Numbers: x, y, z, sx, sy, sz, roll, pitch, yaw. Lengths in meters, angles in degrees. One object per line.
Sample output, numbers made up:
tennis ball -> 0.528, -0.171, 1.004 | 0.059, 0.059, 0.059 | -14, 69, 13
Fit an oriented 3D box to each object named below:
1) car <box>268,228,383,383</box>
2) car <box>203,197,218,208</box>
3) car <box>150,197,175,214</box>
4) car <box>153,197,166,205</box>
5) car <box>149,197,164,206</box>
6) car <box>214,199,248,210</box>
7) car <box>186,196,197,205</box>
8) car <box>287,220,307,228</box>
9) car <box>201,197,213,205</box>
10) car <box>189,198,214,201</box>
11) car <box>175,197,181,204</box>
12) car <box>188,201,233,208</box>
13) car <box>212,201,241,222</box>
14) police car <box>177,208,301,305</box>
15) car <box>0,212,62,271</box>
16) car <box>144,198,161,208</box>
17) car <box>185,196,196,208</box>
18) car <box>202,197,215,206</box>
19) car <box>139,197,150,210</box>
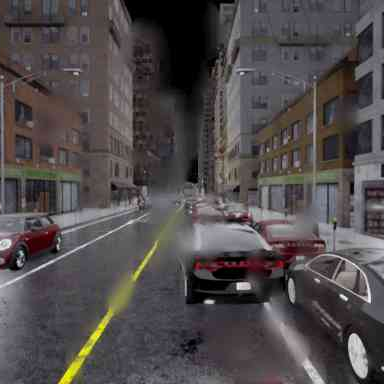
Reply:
car -> 2.749, 1.549, 5.161 | 2.008, 1.369, 4.403 | -1, 0, 0
car -> 2.719, 1.552, 49.202 | 1.887, 1.381, 4.507 | -1, 0, 0
car -> -3.123, 1.527, 36.181 | 1.812, 1.442, 4.674 | 0, 0, 0
car -> -5.814, 1.558, 60.207 | 1.887, 1.381, 4.507 | -1, 0, 0
car -> -5.810, 1.561, 54.702 | 2.008, 1.369, 4.403 | -1, 0, 0
car -> 2.736, 1.438, 21.677 | 1.967, 1.590, 4.097 | -1, 0, 0
car -> -0.040, 1.517, 58.834 | 1.837, 1.490, 4.892 | 0, 0, 0
car -> 2.745, 1.543, 10.666 | 1.887, 1.381, 4.507 | -1, 0, 0
car -> 2.711, 1.558, 60.213 | 1.887, 1.381, 4.507 | -1, 0, 0
car -> 0.884, 1.476, 24.262 | 1.882, 1.535, 5.008 | 0, 0, 0
car -> -3.044, 1.578, 61.158 | 1.994, 1.385, 4.181 | 0, 0, 0
car -> 0.887, 1.476, 18.263 | 1.882, 1.535, 5.008 | 0, 0, 0
car -> 2.734, 1.544, 27.182 | 1.887, 1.381, 4.507 | -1, 0, 0
police car -> 0.679, 1.422, 8.311 | 1.930, 1.638, 5.238 | 0, 0, -5
car -> -5.781, 1.438, 10.661 | 1.967, 1.590, 4.097 | -1, 0, 0
car -> -5.806, 1.573, 49.197 | 1.947, 1.339, 4.313 | -1, 0, 0
car -> -0.005, 1.497, 47.031 | 2.128, 1.511, 4.902 | 0, 0, 0
car -> 2.715, 1.555, 54.707 | 1.887, 1.381, 4.507 | -1, 0, 0
car -> -5.804, 1.444, 43.691 | 1.967, 1.590, 4.097 | -1, 0, 0
